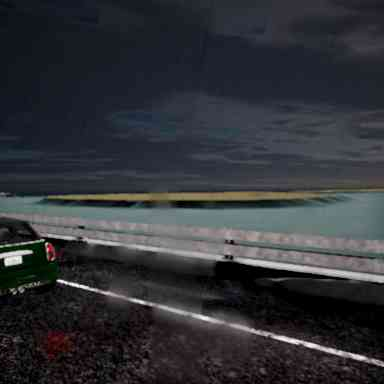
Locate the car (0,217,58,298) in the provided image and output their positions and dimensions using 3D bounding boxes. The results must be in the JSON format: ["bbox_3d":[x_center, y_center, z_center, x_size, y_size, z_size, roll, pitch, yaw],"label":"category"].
[{"bbox_3d":[-5.124,1.321,7.523,4.553,1.767,2.097,0,0,35],"label":"car"}]
